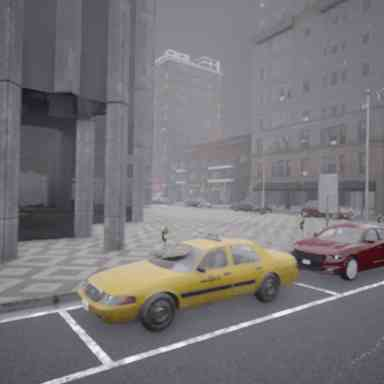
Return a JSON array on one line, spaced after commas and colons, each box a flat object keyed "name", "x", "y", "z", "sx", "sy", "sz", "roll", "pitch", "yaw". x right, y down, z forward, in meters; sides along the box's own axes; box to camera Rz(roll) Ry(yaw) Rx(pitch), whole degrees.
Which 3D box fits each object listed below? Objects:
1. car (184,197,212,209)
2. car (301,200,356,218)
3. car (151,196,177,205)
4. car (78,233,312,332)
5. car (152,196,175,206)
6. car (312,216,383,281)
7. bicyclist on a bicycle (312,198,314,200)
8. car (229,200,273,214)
[{"name": "car", "x": 0.799, "y": 1.479, "z": 45.208, "sx": 2.128, "sy": 1.511, "sz": 4.902, "roll": 2, "pitch": 0, "yaw": -35}, {"name": "car", "x": 11.985, "y": 1.514, "z": 29.323, "sx": 2.097, "sy": 1.767, "sz": 4.553, "roll": 2, "pitch": 0, "yaw": -35}, {"name": "car", "x": -5.051, "y": 1.471, "z": 59.054, "sx": 2.033, "sy": 1.411, "sz": 5.357, "roll": 2, "pitch": 0, "yaw": -35}, {"name": "car", "x": 0.205, "y": 1.574, "z": 6.902, "sx": 4.829, "sy": 1.417, "sz": 1.752, "roll": 1, "pitch": 0, "yaw": -35}, {"name": "car", "x": -4.869, "y": 1.423, "z": 53.311, "sx": 1.812, "sy": 1.442, "sz": 4.674, "roll": 2, "pitch": 0, "yaw": -34}, {"name": "car", "x": 4.922, "y": 1.664, "z": 10.267, "sx": 4.507, "sy": 1.381, "sz": 1.887, "roll": 1, "pitch": 0, "yaw": -35}, {"name": "bicyclist on a bicycle", "x": 13.749, "y": 1.549, "z": 37.648, "sx": 1.656, "sy": 1.620, "sz": 0.582, "roll": 1, "pitch": 0, "yaw": -35}, {"name": "car", "x": 6.471, "y": 1.624, "z": 37.139, "sx": 2.033, "sy": 1.411, "sz": 5.357, "roll": 2, "pitch": 0, "yaw": -35}]
